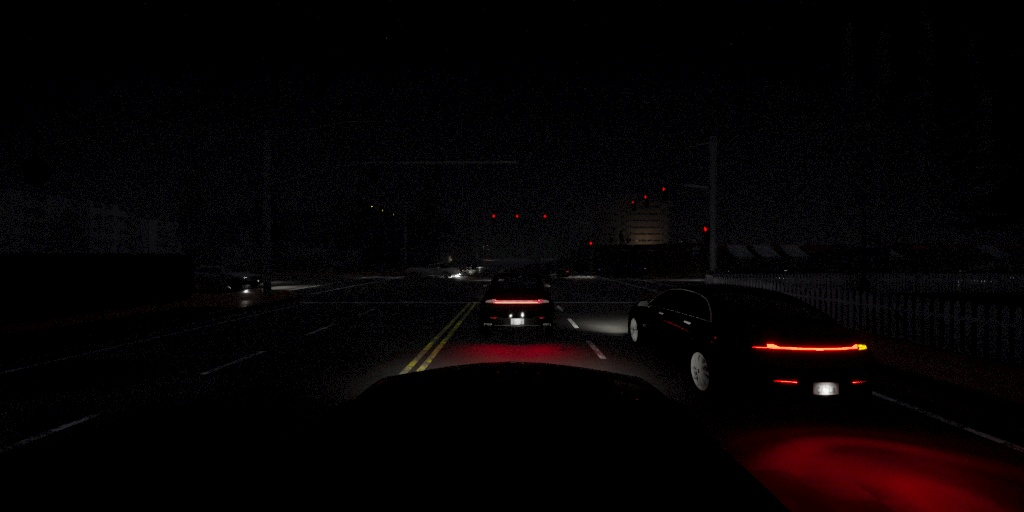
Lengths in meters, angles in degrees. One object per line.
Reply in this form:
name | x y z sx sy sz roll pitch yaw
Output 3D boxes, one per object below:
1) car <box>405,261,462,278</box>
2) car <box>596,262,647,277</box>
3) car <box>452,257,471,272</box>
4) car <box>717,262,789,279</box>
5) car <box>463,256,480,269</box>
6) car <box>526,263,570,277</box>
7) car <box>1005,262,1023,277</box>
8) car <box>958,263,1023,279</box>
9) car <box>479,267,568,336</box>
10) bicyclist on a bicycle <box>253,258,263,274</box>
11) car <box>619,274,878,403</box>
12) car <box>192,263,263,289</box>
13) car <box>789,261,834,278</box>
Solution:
car | -7.410 1.351 33.362 4.718 1.301 1.895 0 0 -1
car | 10.324 1.276 33.939 4.674 1.442 1.812 0 0 8
car | -6.802 1.241 44.462 2.128 1.511 4.902 0 0 1
car | 19.744 1.239 30.078 4.902 1.511 2.128 0 0 -1
car | -6.724 0.971 55.130 2.150 2.045 5.566 0 0 1
car | 2.083 1.298 29.892 5.357 1.411 2.033 0 0 0
car | 50.864 1.297 34.051 5.357 1.411 2.033 0 0 -1
car | 40.911 1.276 30.440 4.674 1.442 1.812 0 0 -1
car | 0.138 1.242 10.391 2.128 1.511 4.902 0 0 0
bicyclist on a bicycle | -26.143 1.051 36.925 0.582 1.620 1.656 0 0 -3
car | 3.591 1.255 6.484 1.837 1.490 4.892 0 0 1
car | -18.143 1.276 22.329 4.674 1.442 1.812 0 0 0
car | 27.415 1.254 33.717 4.892 1.490 1.837 0 0 -1
